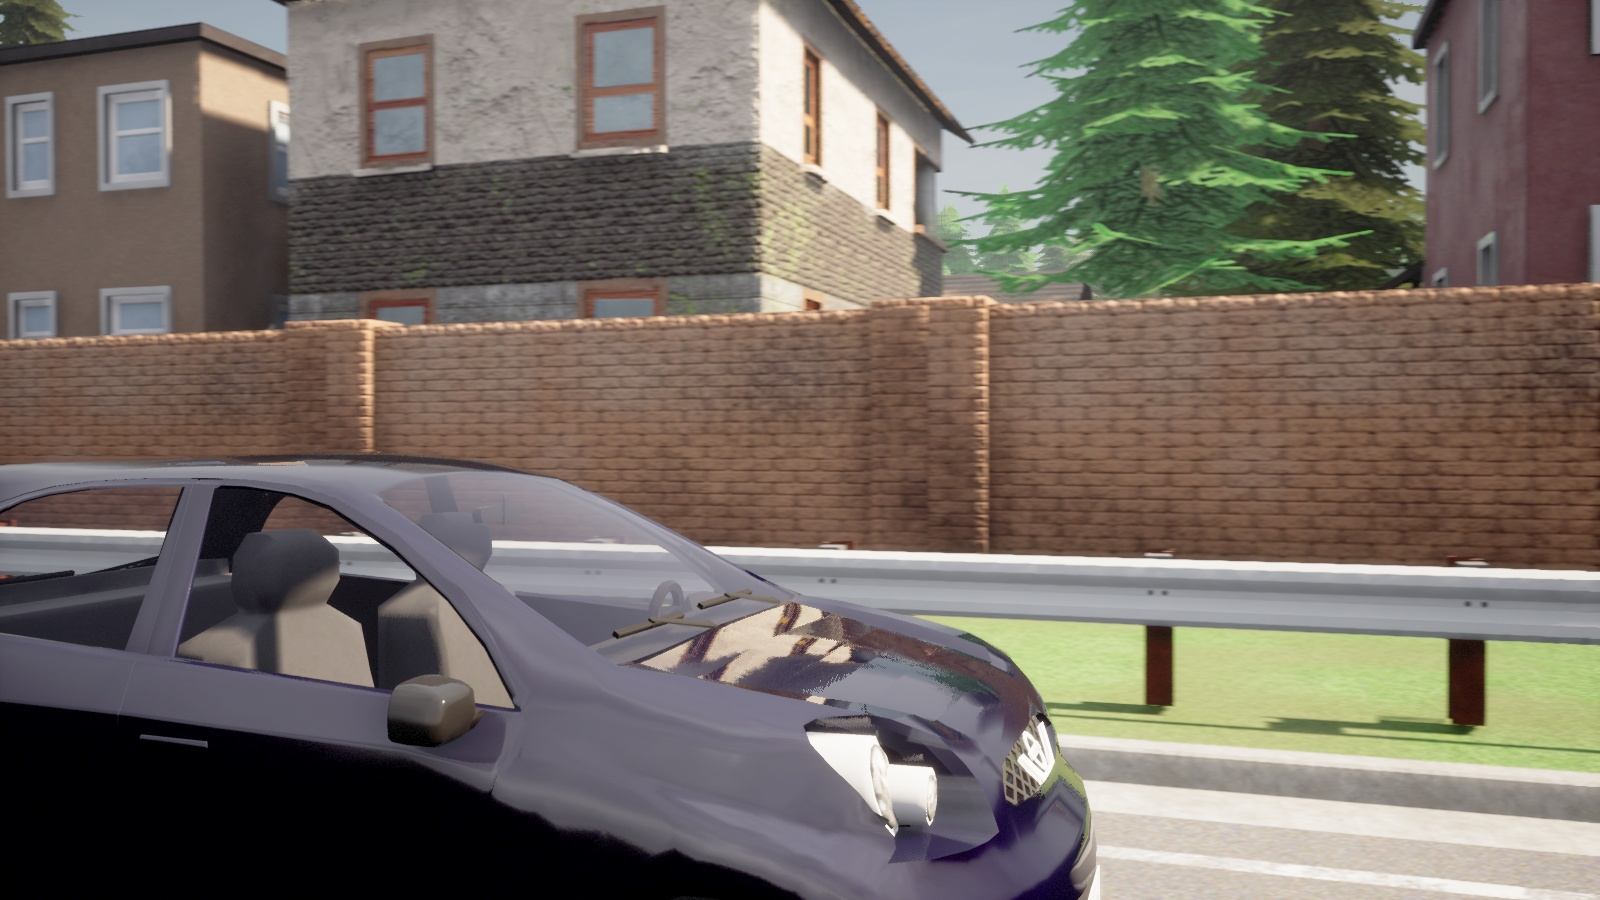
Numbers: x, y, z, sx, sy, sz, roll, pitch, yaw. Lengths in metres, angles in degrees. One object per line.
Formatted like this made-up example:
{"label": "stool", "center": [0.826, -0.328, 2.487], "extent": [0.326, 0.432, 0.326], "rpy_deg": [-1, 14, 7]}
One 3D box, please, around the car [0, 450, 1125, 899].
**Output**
{"label": "car", "center": [-1.031, 0.780, 3.540], "extent": [3.633, 1.501, 1.845], "rpy_deg": [1, 1, 19]}
